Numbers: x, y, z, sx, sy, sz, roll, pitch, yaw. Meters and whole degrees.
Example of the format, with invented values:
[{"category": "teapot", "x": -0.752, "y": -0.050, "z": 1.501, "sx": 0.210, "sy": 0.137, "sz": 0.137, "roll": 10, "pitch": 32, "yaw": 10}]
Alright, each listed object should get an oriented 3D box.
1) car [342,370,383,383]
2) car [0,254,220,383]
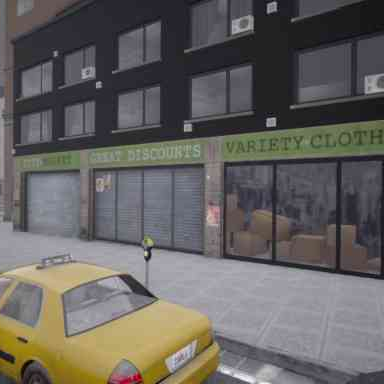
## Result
[{"category": "car", "x": 2.712, "y": 1.551, "z": 1.160, "sx": 4.403, "sy": 1.369, "sz": 2.008, "roll": 0, "pitch": 1, "yaw": 35}, {"category": "car", "x": -1.980, "y": 1.524, "z": 4.494, "sx": 4.829, "sy": 1.417, "sz": 1.752, "roll": 0, "pitch": 1, "yaw": 35}]
